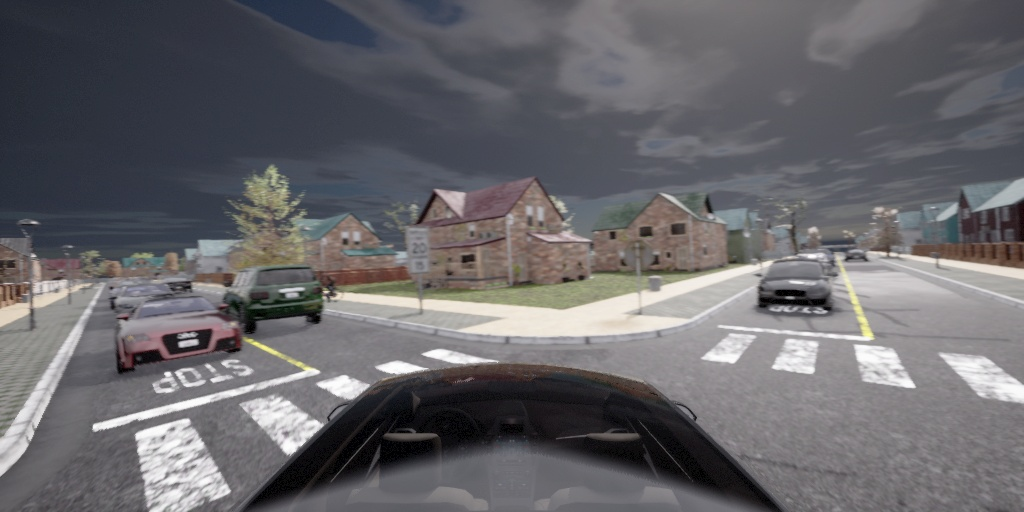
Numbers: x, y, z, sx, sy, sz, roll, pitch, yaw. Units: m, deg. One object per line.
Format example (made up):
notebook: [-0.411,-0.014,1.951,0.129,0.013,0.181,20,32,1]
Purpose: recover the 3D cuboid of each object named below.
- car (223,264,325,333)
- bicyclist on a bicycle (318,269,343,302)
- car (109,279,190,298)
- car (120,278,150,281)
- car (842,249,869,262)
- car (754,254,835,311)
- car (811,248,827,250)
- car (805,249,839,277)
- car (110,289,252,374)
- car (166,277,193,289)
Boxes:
car: [-8.552,1.363,12.718,5.566,2.045,2.150,-3,0,44]
bicyclist on a bicycle: [-9.010,1.464,17.301,0.582,1.620,1.656,-3,0,42]
car: [-15.948,1.979,15.649,4.902,1.511,2.128,-3,0,42]
car: [-23.234,2.183,22.148,4.553,1.767,2.097,-3,0,42]
car: [38.786,-0.101,40.517,1.812,1.442,4.674,-3,-1,42]
car: [9.764,0.882,12.336,1.837,1.490,4.892,-3,0,42]
car: [28.972,0.076,33.762,2.097,1.767,4.553,-3,-1,42]
car: [17.849,0.588,21.378,2.128,1.511,4.902,-3,-1,42]
car: [-8.163,1.689,8.712,4.181,1.385,1.994,-3,0,41]
car: [-30.708,2.668,32.745,5.008,1.535,1.882,-3,0,42]
